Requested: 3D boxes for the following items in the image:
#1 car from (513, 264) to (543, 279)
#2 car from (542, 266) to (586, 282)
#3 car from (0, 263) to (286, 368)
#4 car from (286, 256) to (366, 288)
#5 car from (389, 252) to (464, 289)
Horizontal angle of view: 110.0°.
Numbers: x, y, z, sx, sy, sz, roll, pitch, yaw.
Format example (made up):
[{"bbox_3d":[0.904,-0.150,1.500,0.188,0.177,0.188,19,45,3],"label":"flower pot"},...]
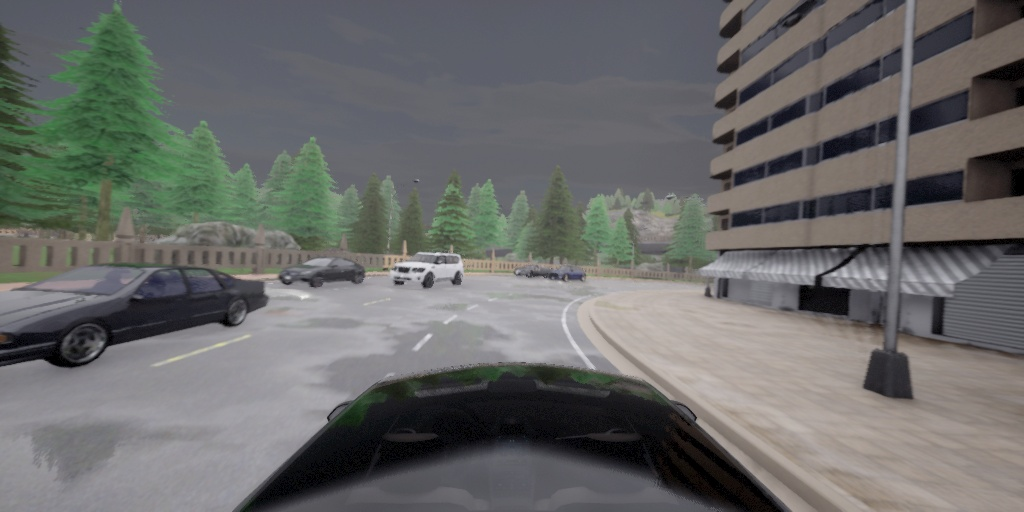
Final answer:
[{"bbox_3d":[2.269,1.665,39.419,2.128,1.511,4.902,4,-1,44],"label":"car"},{"bbox_3d":[5.874,1.793,38.142,4.553,1.767,2.097,4,-1,-43],"label":"car"},{"bbox_3d":[-7.065,0.846,6.818,2.033,1.411,5.357,4,0,-1],"label":"car"},{"bbox_3d":[-9.346,0.747,18.150,1.812,1.442,4.674,4,0,14],"label":"car"},{"bbox_3d":[-4.866,0.774,21.540,2.150,2.045,5.566,4,0,20],"label":"car"}]
